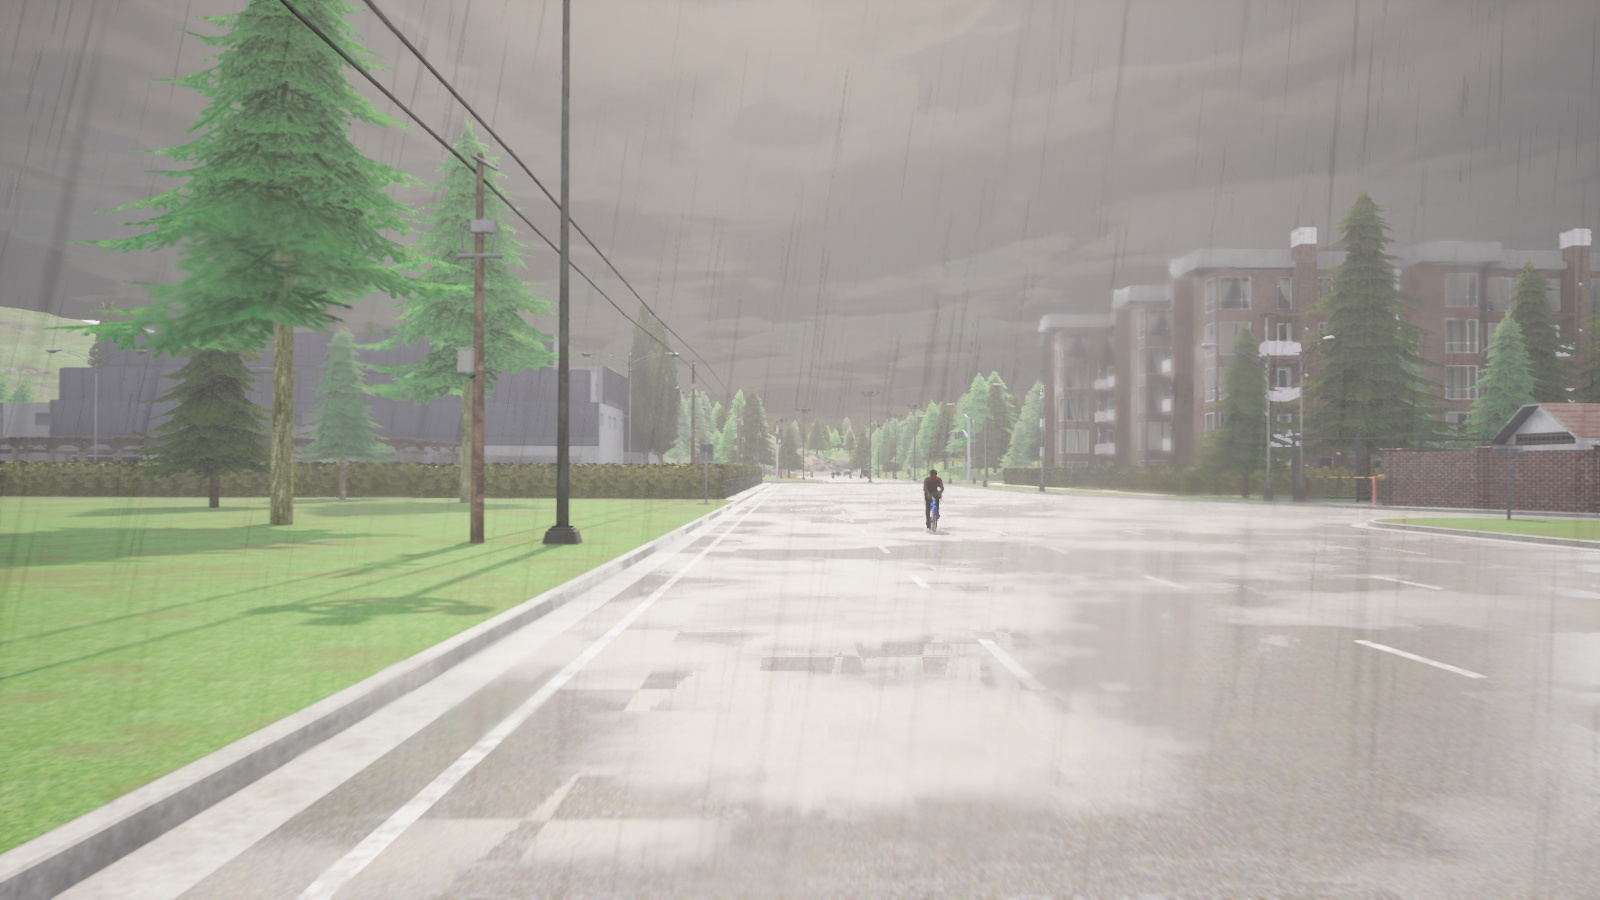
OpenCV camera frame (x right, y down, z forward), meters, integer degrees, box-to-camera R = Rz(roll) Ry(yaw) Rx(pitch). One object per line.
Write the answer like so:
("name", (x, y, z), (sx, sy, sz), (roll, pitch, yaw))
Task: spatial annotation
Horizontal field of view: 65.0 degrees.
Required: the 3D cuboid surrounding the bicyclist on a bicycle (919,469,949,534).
("bicyclist on a bicycle", (3.422, 1.293, 32.188), (0.582, 1.620, 1.656), (0, -1, 0))
